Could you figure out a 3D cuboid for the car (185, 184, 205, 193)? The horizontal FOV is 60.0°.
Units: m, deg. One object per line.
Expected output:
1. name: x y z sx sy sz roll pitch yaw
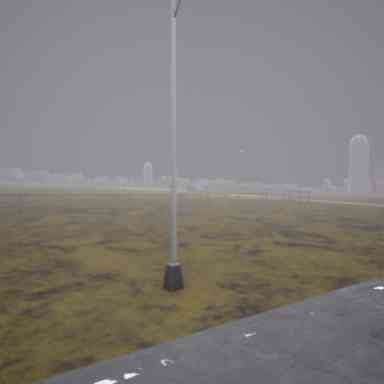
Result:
1. car: 0.654 -0.712 63.739 2.128 1.511 4.902 1 2 -36
